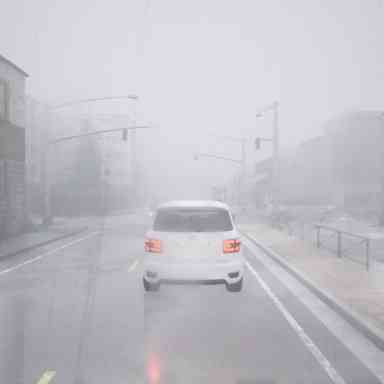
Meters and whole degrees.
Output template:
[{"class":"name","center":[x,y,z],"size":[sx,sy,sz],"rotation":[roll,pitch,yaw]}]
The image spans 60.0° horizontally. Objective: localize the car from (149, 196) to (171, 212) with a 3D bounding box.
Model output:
[{"class":"car","center":[-3.786,1.352,39.861],"size":[2.097,1.767,4.553],"rotation":[0,0,1]}]

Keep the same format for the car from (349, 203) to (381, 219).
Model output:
[{"class":"car","center":[16.656,1.740,30.263],"size":[4.181,1.385,1.994],"rotation":[0,0,0]}]

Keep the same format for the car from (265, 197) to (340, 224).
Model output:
[{"class":"car","center":[8.664,1.410,26.342],"size":[5.566,2.045,2.150],"rotation":[0,0,1]}]

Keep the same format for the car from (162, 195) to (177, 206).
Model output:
[{"class":"car","center":[-3.698,1.351,55.778],"size":[2.097,1.767,4.553],"rotation":[0,0,0]}]

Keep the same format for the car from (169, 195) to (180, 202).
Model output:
[{"class":"car","center":[-3.644,1.416,71.286],"size":[2.128,1.511,4.902],"rotation":[0,0,0]}]

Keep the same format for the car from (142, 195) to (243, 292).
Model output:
[{"class":"car","center":[0.035,1.221,9.080],"size":[2.150,2.045,5.566],"rotation":[0,0,1]}]
